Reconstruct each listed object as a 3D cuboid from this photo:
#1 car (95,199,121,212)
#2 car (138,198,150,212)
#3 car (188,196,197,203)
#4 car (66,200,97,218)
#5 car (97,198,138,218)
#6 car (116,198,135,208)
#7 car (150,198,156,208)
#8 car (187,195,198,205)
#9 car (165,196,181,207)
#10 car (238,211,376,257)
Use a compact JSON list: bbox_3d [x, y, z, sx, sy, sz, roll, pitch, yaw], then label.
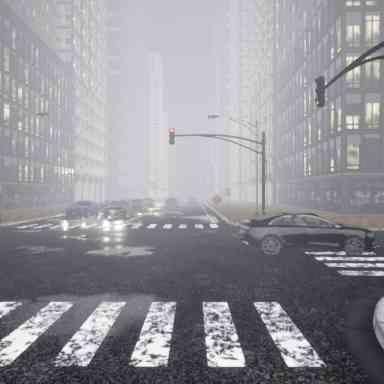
[{"bbox_3d":[-9.867,1.606,39.476,1.994,1.385,4.181,0,0,0],"label":"car"},{"bbox_3d":[-6.618,1.520,39.623,1.882,1.535,5.008,0,0,0],"label":"car"},{"bbox_3d":[0.034,1.622,71.325,1.882,1.535,5.008,0,0,0],"label":"car"},{"bbox_3d":[-9.868,1.503,30.343,1.882,1.535,5.008,0,0,0],"label":"car"},{"bbox_3d":[-6.614,1.517,30.096,2.128,1.511,4.902,0,0,0],"label":"car"},{"bbox_3d":[-9.863,1.631,49.400,1.994,1.385,4.181,0,0,0],"label":"car"},{"bbox_3d":[-6.617,1.593,49.670,1.812,1.442,4.674,0,0,0],"label":"car"},{"bbox_3d":[0.075,1.631,61.478,1.812,1.442,4.674,0,0,0],"label":"car"},{"bbox_3d":[-3.175,1.553,52.453,1.882,1.535,5.008,0,0,0],"label":"car"},{"bbox_3d":[4.202,1.501,12.482,4.902,1.511,2.128,0,0,2],"label":"car"}]
